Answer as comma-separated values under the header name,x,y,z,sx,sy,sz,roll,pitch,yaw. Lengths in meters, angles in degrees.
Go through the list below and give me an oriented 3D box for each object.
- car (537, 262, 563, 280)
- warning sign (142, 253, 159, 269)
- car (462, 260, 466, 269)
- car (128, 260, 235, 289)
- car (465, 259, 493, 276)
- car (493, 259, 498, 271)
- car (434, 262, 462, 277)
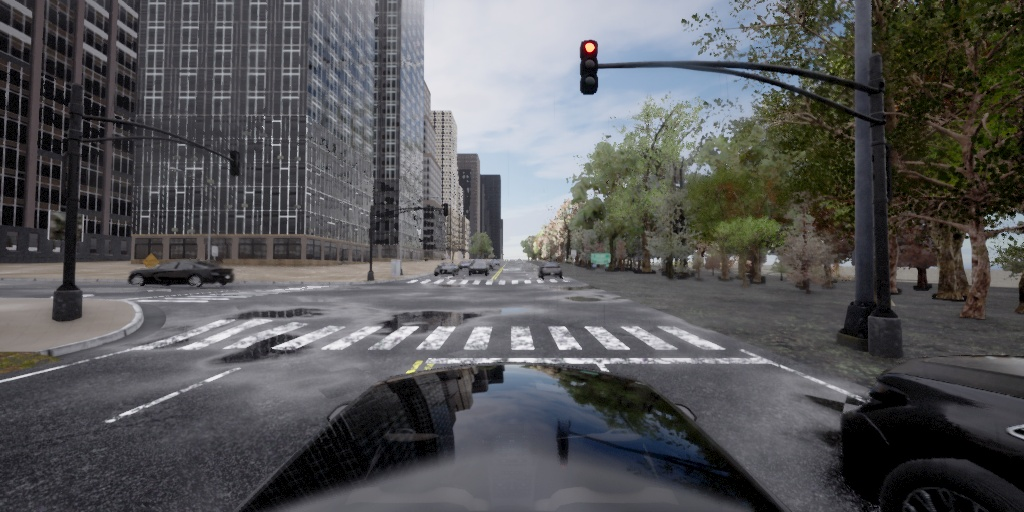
name,x,y,z,sx,sy,sz,roll,pitch,yaw
car,3.357,1.248,32.150,2.128,1.511,4.902,0,0,0
warning sign,-26.157,0.734,25.921,1.060,1.860,1.300,0,0,-4
car,-6.588,1.331,50.871,2.033,1.411,5.357,0,0,0
car,-18.566,1.004,20.263,5.008,1.535,1.882,1,-2,-1
car,-3.339,1.251,37.119,1.882,1.535,5.008,0,0,0
car,-3.339,1.382,48.723,1.895,1.301,4.718,0,0,0
car,-6.589,1.337,36.412,1.994,1.385,4.181,0,0,0
